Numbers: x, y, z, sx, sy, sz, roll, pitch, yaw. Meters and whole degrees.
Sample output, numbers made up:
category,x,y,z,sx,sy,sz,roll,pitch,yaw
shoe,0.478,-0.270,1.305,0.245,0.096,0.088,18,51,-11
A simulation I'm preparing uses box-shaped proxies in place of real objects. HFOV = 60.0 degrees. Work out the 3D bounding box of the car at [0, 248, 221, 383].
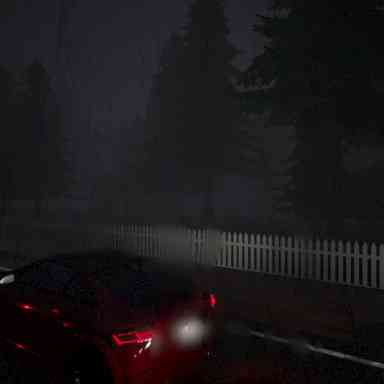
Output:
category,x,y,z,sx,sy,sz,roll,pitch,yaw
car,-1.675,1.563,4.975,4.181,1.385,1.994,0,0,35
